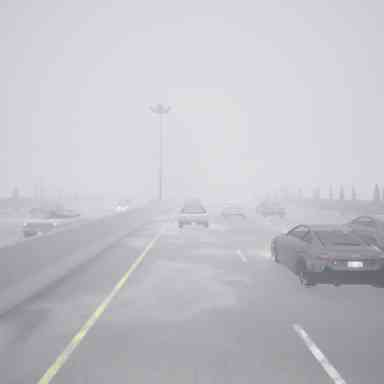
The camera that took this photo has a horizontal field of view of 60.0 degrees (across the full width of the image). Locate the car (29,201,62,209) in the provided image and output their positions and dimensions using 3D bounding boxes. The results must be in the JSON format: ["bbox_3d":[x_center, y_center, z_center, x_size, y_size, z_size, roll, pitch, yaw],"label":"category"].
[{"bbox_3d":[-14.100,1.602,32.641,1.895,1.301,4.718,0,0,0],"label":"car"}]

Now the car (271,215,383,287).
[{"bbox_3d":[3.598,1.565,9.336,1.994,1.385,4.181,0,0,0],"label":"car"}]

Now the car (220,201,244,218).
[{"bbox_3d":[3.582,1.527,30.196,1.812,1.442,4.674,0,0,0],"label":"car"}]

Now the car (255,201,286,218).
[{"bbox_3d":[7.095,1.549,30.503,2.033,1.411,5.357,0,0,0],"label":"car"}]

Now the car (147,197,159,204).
[{"bbox_3d":[-7.025,1.571,61.707,1.994,1.385,4.181,0,0,0],"label":"car"}]

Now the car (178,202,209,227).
[{"bbox_3d":[0.095,1.602,22.435,1.895,1.301,4.718,0,0,0],"label":"car"}]

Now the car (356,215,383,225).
[{"bbox_3d":[7.097,1.565,12.753,1.994,1.385,4.181,0,0,0],"label":"car"}]

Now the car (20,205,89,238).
[{"bbox_3d":[-7.103,1.601,17.692,1.895,1.301,4.718,0,0,0],"label":"car"}]

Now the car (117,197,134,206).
[{"bbox_3d":[-10.561,1.494,53.083,2.128,1.511,4.902,0,0,1],"label":"car"}]

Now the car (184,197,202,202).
[{"bbox_3d":[0.093,1.354,40.714,2.097,1.767,4.553,0,0,0],"label":"car"}]
